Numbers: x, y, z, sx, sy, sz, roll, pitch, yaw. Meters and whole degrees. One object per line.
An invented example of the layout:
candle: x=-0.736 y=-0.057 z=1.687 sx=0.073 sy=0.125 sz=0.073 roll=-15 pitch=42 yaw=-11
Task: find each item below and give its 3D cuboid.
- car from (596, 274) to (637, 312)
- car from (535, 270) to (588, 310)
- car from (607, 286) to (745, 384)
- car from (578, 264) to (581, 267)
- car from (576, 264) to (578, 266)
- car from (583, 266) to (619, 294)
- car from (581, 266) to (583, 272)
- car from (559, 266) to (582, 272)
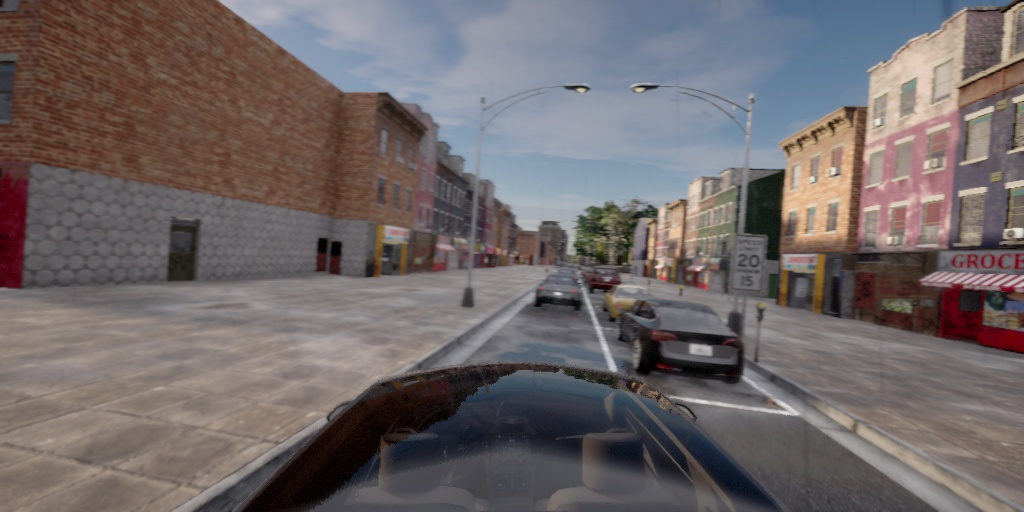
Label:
car: x=4.345 y=1.643 z=13.593 sx=1.751 sy=1.417 sz=4.829 roll=0 pitch=0 yaw=10
car: x=2.199 y=1.528 z=16.373 sx=1.994 sy=1.385 sz=4.181 roll=4 pitch=0 yaw=10
car: x=3.376 y=1.595 z=7.883 sx=1.948 sy=1.339 sz=4.313 roll=0 pitch=0 yaw=10
car: x=9.958 y=2.118 z=46.679 sx=1.967 sy=1.591 sz=4.097 roll=0 pitch=0 yaw=10
car: x=12.776 y=2.539 z=63.304 sx=2.007 sy=1.370 sz=4.403 roll=0 pitch=0 yaw=10
car: x=6.198 y=1.611 z=24.511 sx=2.192 sy=1.841 sz=5.009 roll=0 pitch=0 yaw=10
car: x=8.078 y=1.922 z=35.595 sx=1.967 sy=1.591 sz=4.097 roll=0 pitch=0 yaw=10
car: x=4.305 y=1.730 z=28.783 sx=1.994 sy=1.385 sz=4.181 roll=4 pitch=0 yaw=10
